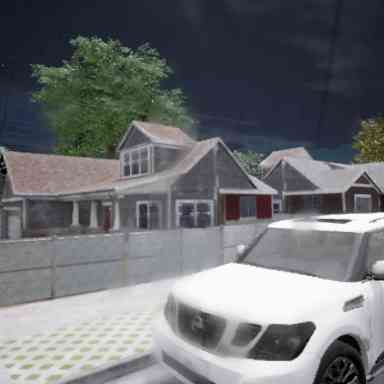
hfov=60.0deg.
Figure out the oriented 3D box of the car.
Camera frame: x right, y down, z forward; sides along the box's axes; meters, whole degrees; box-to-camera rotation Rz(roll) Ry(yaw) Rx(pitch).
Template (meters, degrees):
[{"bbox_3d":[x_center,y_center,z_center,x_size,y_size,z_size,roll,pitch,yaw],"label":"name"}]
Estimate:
[{"bbox_3d":[2.144,1.395,5.103,5.566,2.045,2.150,1,-3,-38],"label":"car"}]
